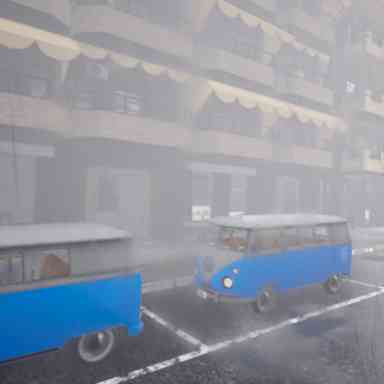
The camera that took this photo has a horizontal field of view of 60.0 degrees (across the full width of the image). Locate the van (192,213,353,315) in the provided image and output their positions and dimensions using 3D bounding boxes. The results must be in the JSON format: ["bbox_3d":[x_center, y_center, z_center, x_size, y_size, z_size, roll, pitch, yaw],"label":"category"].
[{"bbox_3d":[1.911,1.406,7.434,3.998,1.788,1.690,1,1,-35],"label":"van"}]

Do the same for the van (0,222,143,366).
[{"bbox_3d":[-2.591,1.344,4.220,3.998,1.788,1.690,1,1,-35],"label":"van"}]
